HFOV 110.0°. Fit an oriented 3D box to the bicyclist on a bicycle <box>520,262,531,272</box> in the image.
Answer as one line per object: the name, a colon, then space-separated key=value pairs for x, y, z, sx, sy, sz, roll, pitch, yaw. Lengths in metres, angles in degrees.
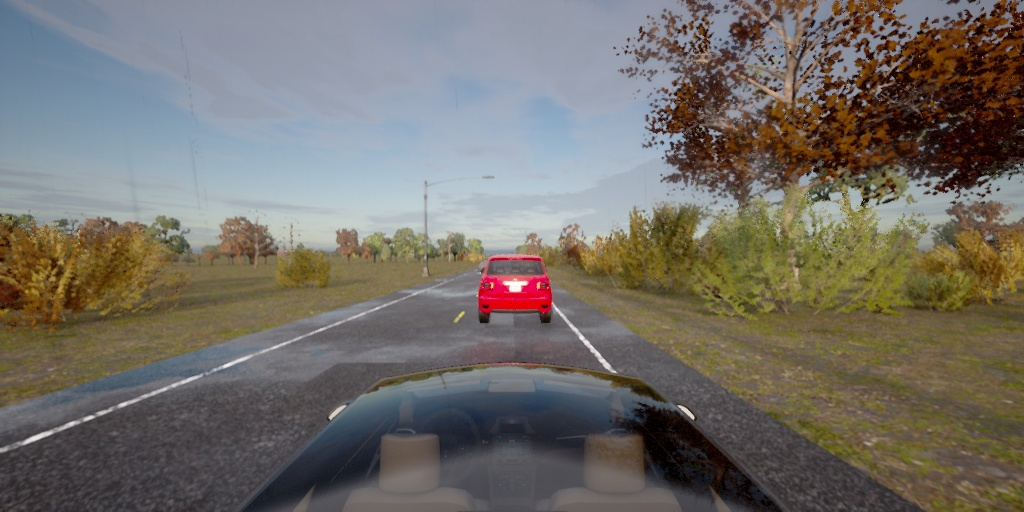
bicyclist on a bicycle: x=0.917 y=1.208 z=20.017 sx=0.659 sy=1.776 sz=1.843 roll=0 pitch=0 yaw=0

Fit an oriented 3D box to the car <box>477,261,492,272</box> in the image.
car: x=-3.872 y=1.516 z=50.862 sx=1.812 sy=1.442 sz=4.674 roll=0 pitch=0 yaw=-1

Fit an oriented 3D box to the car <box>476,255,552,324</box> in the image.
car: x=0.077 y=1.017 z=12.318 sx=2.150 sy=2.045 sz=5.566 roll=0 pitch=-1 yaw=0
